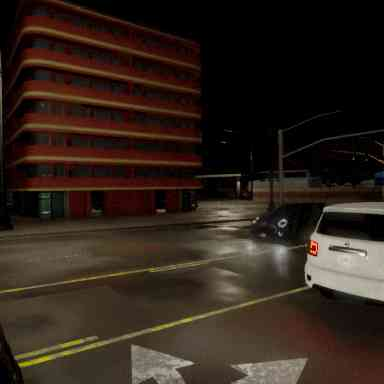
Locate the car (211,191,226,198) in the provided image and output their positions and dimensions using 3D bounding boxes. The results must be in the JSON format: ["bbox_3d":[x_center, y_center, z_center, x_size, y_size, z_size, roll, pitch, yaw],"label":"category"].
[{"bbox_3d":[7.440,0.671,89.327,4.611,1.667,2.242,-1,1,-35],"label":"car"}]

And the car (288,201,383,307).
[{"bbox_3d":[4.782,1.218,7.137,5.566,2.045,2.150,0,0,-35],"label":"car"}]

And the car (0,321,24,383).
[{"bbox_3d":[-3.661,1.222,1.141,5.566,2.045,2.150,0,0,-35],"label":"car"}]

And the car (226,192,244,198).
[{"bbox_3d":[11.405,0.818,85.101,3.806,1.475,1.970,-1,1,-35],"label":"car"}]

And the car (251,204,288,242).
[{"bbox_3d":[4.997,1.329,16.074,4.553,1.767,2.097,-1,0,-35],"label":"car"}]
